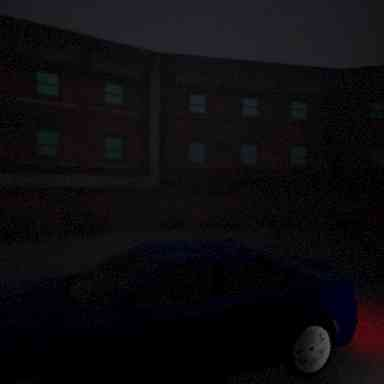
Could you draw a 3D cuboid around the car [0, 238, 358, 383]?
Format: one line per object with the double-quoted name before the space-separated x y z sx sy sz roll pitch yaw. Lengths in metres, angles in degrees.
"car" -0.266 1.382 4.189 5.008 1.535 1.882 0 1 -22
